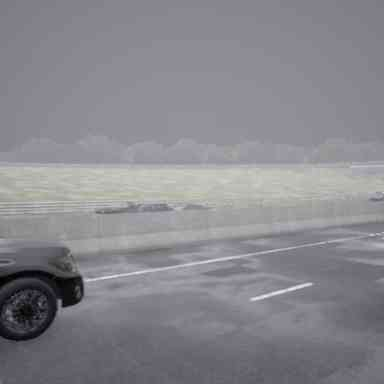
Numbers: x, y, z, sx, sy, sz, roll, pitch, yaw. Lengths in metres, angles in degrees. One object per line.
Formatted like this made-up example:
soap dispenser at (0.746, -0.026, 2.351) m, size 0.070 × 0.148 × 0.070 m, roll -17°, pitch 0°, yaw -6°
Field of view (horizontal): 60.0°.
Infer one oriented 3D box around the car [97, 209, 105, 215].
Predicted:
car at (-5.215, 1.568, 26.074) m, size 4.718 × 1.301 × 1.895 m, roll 0°, pitch 0°, yaw -36°

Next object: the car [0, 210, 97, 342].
car at (-4.519, 1.224, 4.822) m, size 5.566 × 2.045 × 2.150 m, roll 0°, pitch 0°, yaw -35°

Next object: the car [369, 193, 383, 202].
car at (28.777, 0.849, 50.289) m, size 5.008 × 1.535 × 1.882 m, roll -2°, pitch 1°, yaw -35°

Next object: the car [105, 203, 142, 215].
car at (-2.960, 1.513, 23.383) m, size 5.357 × 1.411 × 2.033 m, roll 0°, pitch 0°, yaw -36°

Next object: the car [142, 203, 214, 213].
car at (-0.475, 1.487, 20.856) m, size 4.674 × 1.442 × 1.812 m, roll 0°, pitch 0°, yaw -36°
